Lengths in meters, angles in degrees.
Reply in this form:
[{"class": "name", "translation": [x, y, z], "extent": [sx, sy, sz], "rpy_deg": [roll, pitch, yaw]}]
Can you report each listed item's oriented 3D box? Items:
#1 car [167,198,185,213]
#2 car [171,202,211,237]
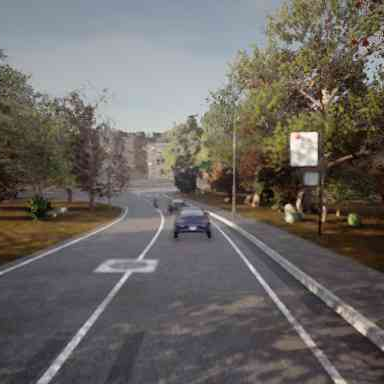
[{"class": "car", "translation": [-1.650, 1.378, 35.421], "extent": [1.812, 1.442, 4.674], "rpy_deg": [-1, 1, -8]}, {"class": "car", "translation": [-0.029, 1.493, 17.652], "extent": [1.812, 1.442, 4.674], "rpy_deg": [0, 0, -2]}]
